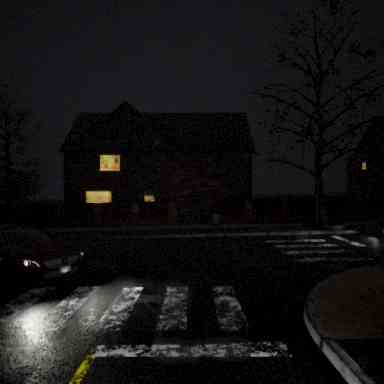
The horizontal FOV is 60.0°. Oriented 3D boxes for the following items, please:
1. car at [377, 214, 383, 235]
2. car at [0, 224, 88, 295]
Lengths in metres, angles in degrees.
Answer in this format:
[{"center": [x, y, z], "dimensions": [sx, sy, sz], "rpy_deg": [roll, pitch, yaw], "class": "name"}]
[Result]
[{"center": [10.321, 1.035, 13.947], "dimensions": [4.553, 1.767, 2.097], "rpy_deg": [-1, 1, 0], "class": "car"}, {"center": [-4.828, 1.598, 8.885], "dimensions": [4.674, 1.442, 1.812], "rpy_deg": [-3, -1, 34], "class": "car"}]
